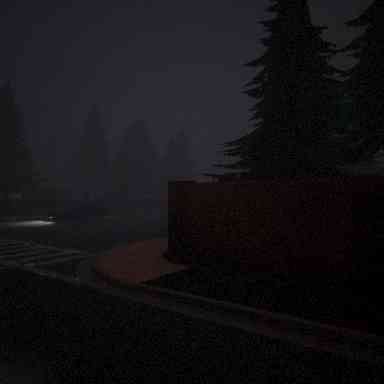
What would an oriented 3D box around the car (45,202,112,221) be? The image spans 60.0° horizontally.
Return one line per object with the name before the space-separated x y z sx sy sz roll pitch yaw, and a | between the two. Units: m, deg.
car | -9.134 1.546 27.336 2.033 1.411 5.357 0 0 35
